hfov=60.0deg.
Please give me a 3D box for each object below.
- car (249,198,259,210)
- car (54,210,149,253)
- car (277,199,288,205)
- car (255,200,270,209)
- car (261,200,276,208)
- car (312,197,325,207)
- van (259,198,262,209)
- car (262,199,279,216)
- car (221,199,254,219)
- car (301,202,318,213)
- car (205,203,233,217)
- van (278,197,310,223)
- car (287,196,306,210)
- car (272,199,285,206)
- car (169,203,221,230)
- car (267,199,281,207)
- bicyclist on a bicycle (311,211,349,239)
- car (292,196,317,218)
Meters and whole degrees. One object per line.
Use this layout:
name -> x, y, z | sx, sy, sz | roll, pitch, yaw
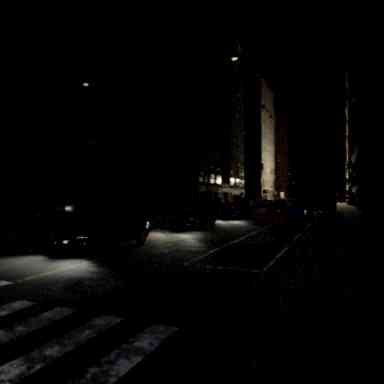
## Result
car -> 7.614, 1.862, 46.898 | 1.967, 1.590, 4.097 | 0, 0, 24
car -> -3.641, 1.591, 14.297 | 1.837, 1.490, 4.892 | 0, -1, 24
car -> 21.250, 2.287, 78.081 | 1.887, 1.381, 4.507 | 0, 0, 24
car -> 12.159, 2.111, 57.291 | 1.802, 1.307, 4.206 | 0, 0, 24
car -> 14.432, 2.134, 62.489 | 2.008, 1.369, 4.403 | 0, 0, 24
car -> 24.516, 1.898, 64.270 | 2.192, 1.841, 5.009 | 0, 0, 24
van -> 9.888, 1.817, 52.096 | 1.690, 1.788, 3.998 | 0, 0, 24
car -> 9.441, 1.791, 36.226 | 2.128, 1.511, 4.902 | 0, -1, 24
car -> 4.182, 1.743, 32.160 | 1.882, 1.535, 5.008 | 0, -1, 24
car -> 15.422, 1.951, 43.475 | 1.802, 1.307, 4.206 | 0, 0, 24
car -> 3.068, 1.897, 36.502 | 1.802, 1.307, 4.206 | 0, 0, 24
van -> 8.605, 1.550, 27.884 | 1.690, 1.788, 3.998 | 0, 0, 24
car -> 16.464, 1.688, 52.298 | 2.150, 2.045, 5.566 | 0, -1, 24
car -> 18.978, 2.256, 72.884 | 1.947, 1.339, 4.313 | 0, 0, 24
car -> 0.135, 1.650, 22.934 | 1.882, 1.535, 5.008 | 0, -1, 24
car -> 16.705, 2.203, 67.687 | 1.947, 1.339, 4.313 | 0, 0, 24
bicyclist on a bicycle -> 6.400, 1.378, 15.457 | 1.656, 1.620, 0.582 | -1, -1, 24
car -> 10.878, 1.577, 33.082 | 2.192, 1.841, 5.009 | 0, 0, 24
